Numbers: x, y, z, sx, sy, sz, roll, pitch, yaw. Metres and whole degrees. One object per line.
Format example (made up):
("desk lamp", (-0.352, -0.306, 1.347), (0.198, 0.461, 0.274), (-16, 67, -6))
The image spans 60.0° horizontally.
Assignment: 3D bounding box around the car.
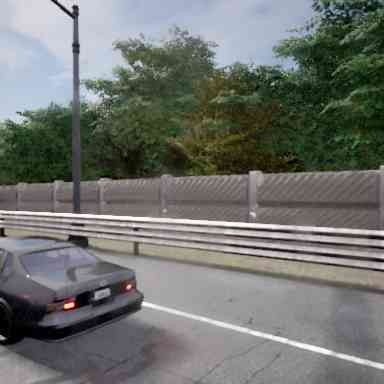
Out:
("car", (-3.356, 1.572, 6.402), (5.357, 1.411, 2.033), (0, 0, 36))
